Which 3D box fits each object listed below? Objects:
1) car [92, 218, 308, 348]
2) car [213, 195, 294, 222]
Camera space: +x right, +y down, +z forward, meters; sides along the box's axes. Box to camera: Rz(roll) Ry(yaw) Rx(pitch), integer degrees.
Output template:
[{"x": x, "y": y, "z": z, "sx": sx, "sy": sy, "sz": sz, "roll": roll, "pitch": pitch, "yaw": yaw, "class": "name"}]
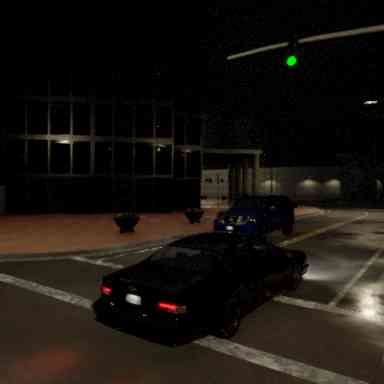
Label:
[{"x": 0.659, "y": 1.521, "z": 6.640, "sx": 2.033, "sy": 1.411, "sz": 5.357, "roll": 0, "pitch": 1, "yaw": 36, "class": "car"}, {"x": 3.207, "y": 1.159, "z": 16.267, "sx": 2.150, "sy": 2.045, "sz": 5.566, "roll": 1, "pitch": 0, "yaw": 36, "class": "car"}]
